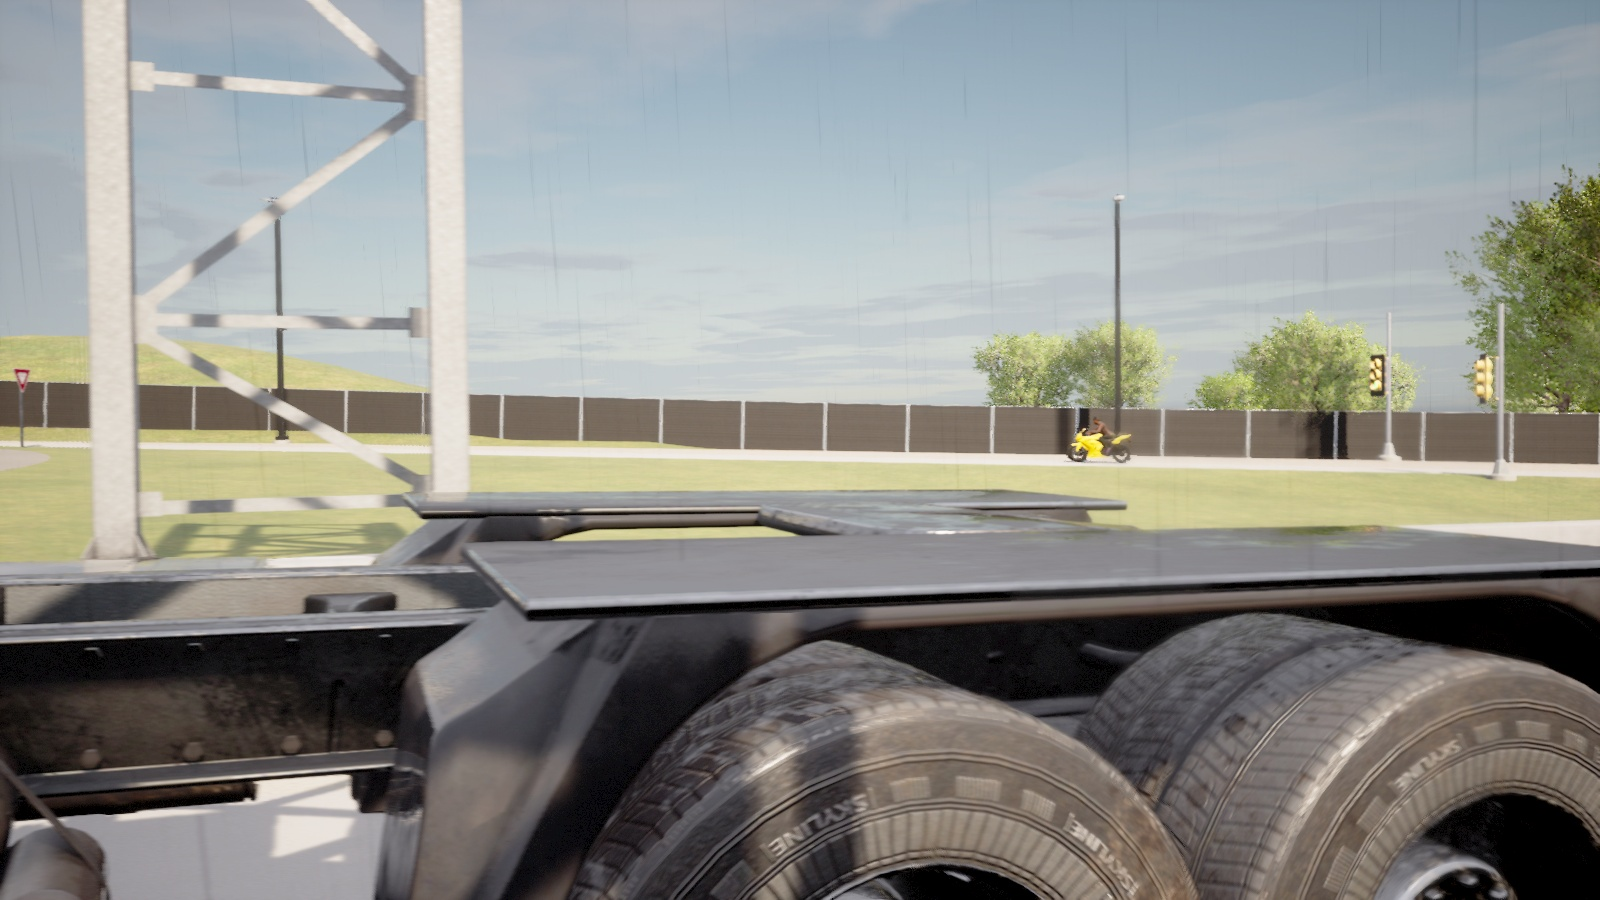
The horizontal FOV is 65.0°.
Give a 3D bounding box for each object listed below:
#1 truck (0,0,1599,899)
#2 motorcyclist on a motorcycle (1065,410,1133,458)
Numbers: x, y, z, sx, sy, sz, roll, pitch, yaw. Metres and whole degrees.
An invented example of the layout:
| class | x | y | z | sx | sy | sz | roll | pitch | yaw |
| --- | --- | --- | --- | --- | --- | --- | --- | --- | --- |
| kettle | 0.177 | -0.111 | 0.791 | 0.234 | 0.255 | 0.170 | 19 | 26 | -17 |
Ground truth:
| class | x | y | z | sx | sy | sz | roll | pitch | yaw |
| --- | --- | --- | --- | --- | --- | --- | --- | --- | --- |
| truck | -1.755 | -0.206 | 2.561 | 7.936 | 3.462 | 2.891 | -1 | 1 | -21 |
| motorcyclist on a motorcycle | 9.677 | -0.527 | 40.698 | 2.044 | 1.523 | 0.797 | 0 | 2 | 6 |
